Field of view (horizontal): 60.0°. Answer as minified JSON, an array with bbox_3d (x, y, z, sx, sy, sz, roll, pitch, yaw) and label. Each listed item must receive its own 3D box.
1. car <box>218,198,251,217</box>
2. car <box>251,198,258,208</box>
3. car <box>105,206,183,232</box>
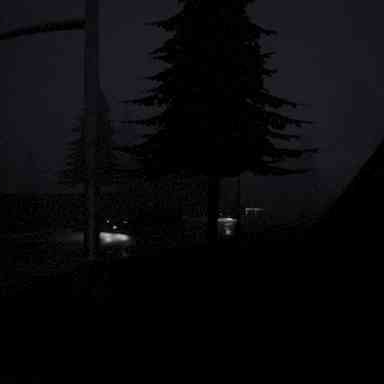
[{"bbox_3d":[3.592,1.548,31.408,2.033,1.411,5.357,0,0,25],"label":"car"},{"bbox_3d":[8.350,1.549,47.717,2.033,1.411,5.357,0,0,7],"label":"car"},{"bbox_3d":[-2.732,1.549,20.453,2.033,1.411,5.357,0,0,35],"label":"car"}]
